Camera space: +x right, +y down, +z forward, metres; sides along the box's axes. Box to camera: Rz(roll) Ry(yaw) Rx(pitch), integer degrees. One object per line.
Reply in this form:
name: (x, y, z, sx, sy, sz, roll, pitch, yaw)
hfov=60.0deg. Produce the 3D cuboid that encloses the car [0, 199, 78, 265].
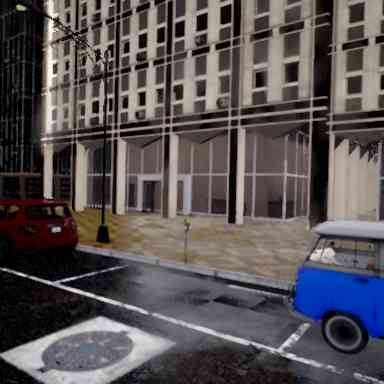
car: (-5.900, 1.135, 11.037, 5.009, 1.841, 2.192, 1, 1, 35)

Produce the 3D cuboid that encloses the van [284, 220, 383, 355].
van: (3.420, 1.368, 4.533, 3.998, 1.788, 1.690, 1, 1, 35)
